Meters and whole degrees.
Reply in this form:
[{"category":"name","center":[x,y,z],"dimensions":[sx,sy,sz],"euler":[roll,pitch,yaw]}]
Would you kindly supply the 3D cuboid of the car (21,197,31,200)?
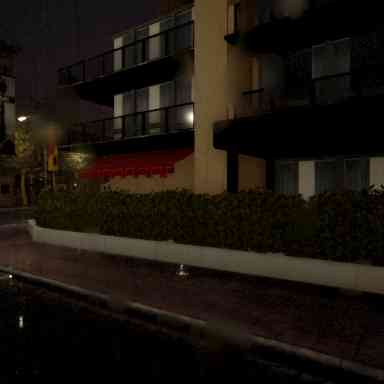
[{"category":"car","center":[-35.601,1.481,67.658],"dimensions":[4.892,1.521,2.231],"euler":[0,0,36]}]
